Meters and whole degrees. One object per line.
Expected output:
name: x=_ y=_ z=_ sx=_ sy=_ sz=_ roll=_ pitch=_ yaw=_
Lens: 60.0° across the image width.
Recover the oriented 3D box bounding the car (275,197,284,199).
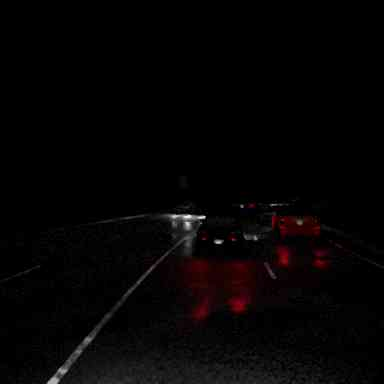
car: x=19.560 y=1.864 z=74.534 sx=1.882 sy=1.535 sz=5.008 roll=0 pitch=0 yaw=38

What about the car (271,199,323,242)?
car: x=5.336 y=1.461 z=17.442 sx=2.097 sy=1.767 sz=4.553 roll=0 pitch=0 yaw=10

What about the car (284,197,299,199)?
car: x=22.251 y=1.923 z=72.297 sx=1.812 sy=1.442 sz=4.674 roll=0 pitch=0 yaw=38

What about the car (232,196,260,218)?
car: x=5.258 y=1.411 z=32.319 sx=2.150 sy=2.045 sz=5.566 roll=0 pitch=0 yaw=17

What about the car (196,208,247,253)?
car: x=1.260 y=1.607 z=14.102 sx=1.812 sy=1.442 sz=4.674 roll=0 pitch=0 yaw=8

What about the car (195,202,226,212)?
car: x=2.300 y=1.743 z=35.282 sx=2.033 sy=1.411 sz=5.357 roll=0 pitch=0 yaw=18

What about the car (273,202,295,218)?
car: x=9.245 y=1.772 z=33.197 sx=1.994 sy=1.385 sz=4.181 roll=0 pitch=0 yaw=18

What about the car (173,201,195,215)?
car: x=-0.583 y=1.722 z=37.514 sx=1.812 sy=1.442 sz=4.674 roll=0 pitch=0 yaw=19
